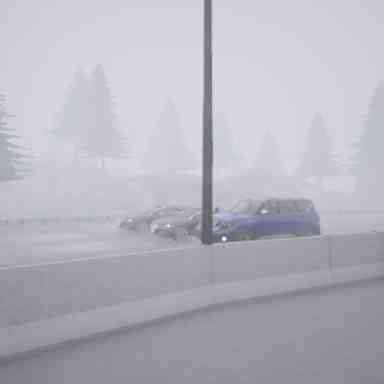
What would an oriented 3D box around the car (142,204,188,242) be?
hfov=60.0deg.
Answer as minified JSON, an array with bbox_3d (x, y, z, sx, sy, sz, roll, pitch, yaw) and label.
[{"bbox_3d":[0.352,1.510,16.381,4.902,1.511,2.128,0,0,-29],"label":"car"}]

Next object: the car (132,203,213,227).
[{"bbox_3d":[-1.325,1.565,23.468,5.357,1.411,2.033,0,0,-29],"label":"car"}]

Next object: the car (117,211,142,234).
[{"bbox_3d":[-1.825,1.503,19.166,4.902,1.511,2.128,0,0,-30],"label":"car"}]

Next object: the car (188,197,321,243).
[{"bbox_3d":[2.900,1.248,13.849,5.566,2.045,2.150,1,0,-29],"label":"car"}]
